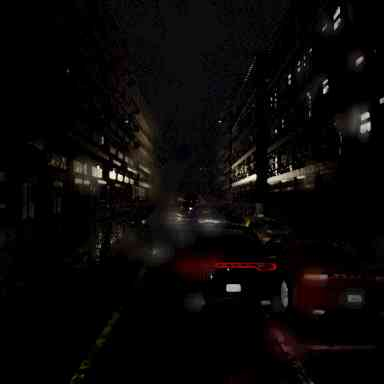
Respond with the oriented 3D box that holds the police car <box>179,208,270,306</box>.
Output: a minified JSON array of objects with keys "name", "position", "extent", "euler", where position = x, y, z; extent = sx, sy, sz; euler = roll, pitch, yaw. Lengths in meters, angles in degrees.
[{"name":"police car","position":[0.698,1.432,8.255],"extent":[1.930,1.638,5.238],"euler":[0,0,0]}]

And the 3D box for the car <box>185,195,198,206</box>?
[{"name":"car","position":[-0.080,1.474,58.843],"extent":[2.097,1.767,4.553],"euler":[0,0,0]}]

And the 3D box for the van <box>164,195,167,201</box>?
[{"name":"van","position":[-5.362,1.439,51.780],"extent":[1.690,1.788,3.998],"euler":[1,0,0]}]

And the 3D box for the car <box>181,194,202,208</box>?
[{"name":"car","position":[-0.053,1.298,44.950],"extent":[2.150,2.045,5.566],"euler":[0,0,0]}]

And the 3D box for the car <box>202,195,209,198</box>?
[{"name":"car","position":[2.514,1.642,51.728],"extent":[1.887,1.381,4.507],"euler":[1,0,0]}]

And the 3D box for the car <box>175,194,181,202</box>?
[{"name":"car","position":[-2.866,1.586,85.343],"extent":[2.097,1.767,4.553],"euler":[0,0,0]}]

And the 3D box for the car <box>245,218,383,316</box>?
[{"name":"car","position":[2.574,1.551,7.482],"extent":[1.887,1.381,4.507],"euler":[1,0,0]}]

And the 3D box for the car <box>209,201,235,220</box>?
[{"name":"car","position":[2.544,1.586,29.605],"extent":[1.887,1.381,4.507],"euler":[1,0,0]}]

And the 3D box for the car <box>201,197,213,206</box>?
[{"name":"car","position":[2.506,1.661,57.258],"extent":[1.887,1.381,4.507],"euler":[1,0,0]}]

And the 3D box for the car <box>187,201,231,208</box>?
[{"name":"car","position":[0.800,1.497,18.150],"extent":[1.882,1.535,5.008],"euler":[0,0,0]}]

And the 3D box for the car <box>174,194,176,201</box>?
[{"name":"car","position":[-5.405,1.771,79.432],"extent":[1.947,1.339,4.313],"euler":[1,0,0]}]

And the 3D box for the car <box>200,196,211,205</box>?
[{"name":"car","position":[2.509,1.577,62.790],"extent":[1.967,1.590,4.097],"euler":[1,0,0]}]

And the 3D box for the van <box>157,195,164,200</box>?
[{"name":"van","position":[-5.354,1.421,46.248],"extent":[1.690,1.788,3.998],"euler":[2,0,0]}]

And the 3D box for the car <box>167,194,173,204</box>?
[{"name":"car","position":[-5.376,1.452,62.841],"extent":[2.192,1.841,5.009],"euler":[1,0,0]}]

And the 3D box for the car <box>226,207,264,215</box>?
[{"name":"car","position":[2.567,1.537,13.184],"extent":[1.752,1.417,4.829],"euler":[1,0,0]}]

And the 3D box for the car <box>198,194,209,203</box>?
[{"name":"car","position":[2.455,1.496,73.852],"extent":[2.192,1.841,5.009],"euler":[1,0,0]}]

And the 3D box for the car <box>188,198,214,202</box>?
[{"name":"car","position":[0.792,1.486,24.344],"extent":[1.801,1.575,5.366],"euler":[0,0,0]}]

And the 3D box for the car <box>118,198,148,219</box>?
[{"name":"car","position":[-5.336,1.566,29.487],"extent":[1.752,1.417,4.829],"euler":[2,0,0]}]

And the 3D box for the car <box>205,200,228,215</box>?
[{"name":"car","position":[2.536,1.603,35.136],"extent":[2.008,1.369,4.403],"euler":[1,0,0]}]

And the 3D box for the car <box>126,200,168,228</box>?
[{"name":"car","position":[-2.879,1.531,22.178],"extent":[1.837,1.490,4.892],"euler":[0,0,0]}]

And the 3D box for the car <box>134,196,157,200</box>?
[{"name":"car","position":[-5.338,1.368,35.189],"extent":[2.192,1.841,5.009],"euler":[2,0,0]}]
